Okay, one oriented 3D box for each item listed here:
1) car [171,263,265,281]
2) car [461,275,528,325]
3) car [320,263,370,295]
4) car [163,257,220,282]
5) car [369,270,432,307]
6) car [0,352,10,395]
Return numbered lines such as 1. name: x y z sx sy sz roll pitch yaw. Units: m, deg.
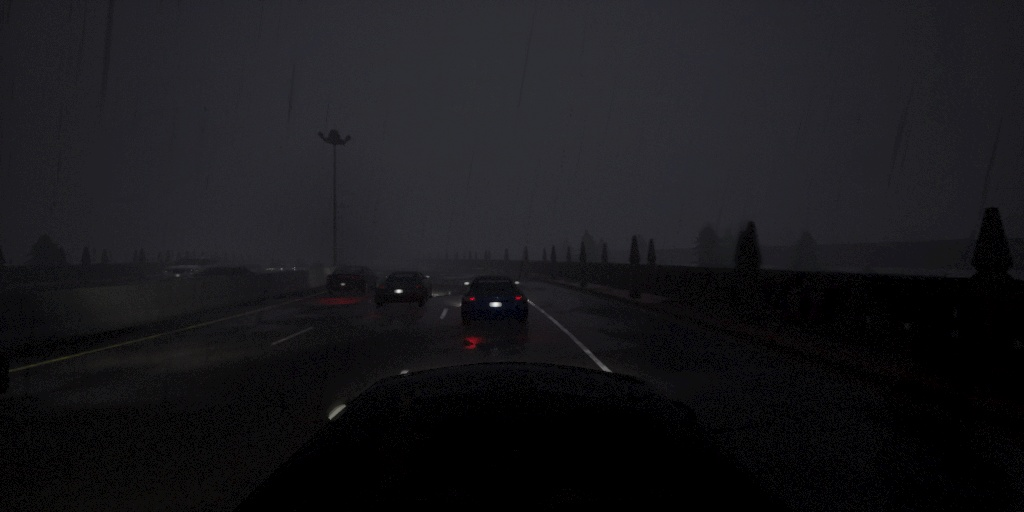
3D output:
1. car: -16.249 1.330 20.204 1.837 1.490 4.892 0 0 -12
2. car: -0.643 1.323 11.964 1.994 1.385 4.181 0 0 -5
3. car: -8.986 1.274 20.506 1.882 1.535 5.008 0 0 -11
4. car: -26.072 1.088 29.571 2.150 2.045 5.566 0 0 -20
5. car: -4.669 1.341 15.885 1.994 1.385 4.181 0 0 -8
6. car: -6.999 1.000 1.734 2.150 2.045 5.566 0 0 0
